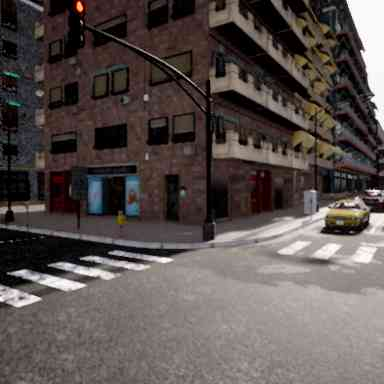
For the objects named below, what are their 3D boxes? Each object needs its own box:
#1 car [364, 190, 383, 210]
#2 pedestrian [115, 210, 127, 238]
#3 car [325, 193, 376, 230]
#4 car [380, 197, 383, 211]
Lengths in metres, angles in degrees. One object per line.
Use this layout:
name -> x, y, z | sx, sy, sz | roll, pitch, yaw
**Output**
car -> 14.346, 0.588, 26.444 | 1.967, 1.590, 4.097 | 2, 2, 34
pedestrian -> -2.782, 1.259, 13.196 | 0.500, 1.100, 0.500 | 0, 0, 34
car -> 7.981, 0.992, 16.928 | 1.752, 1.417, 4.829 | 2, 2, 34
car -> 10.768, 1.011, 16.461 | 1.994, 1.385, 4.181 | 0, 2, 34
